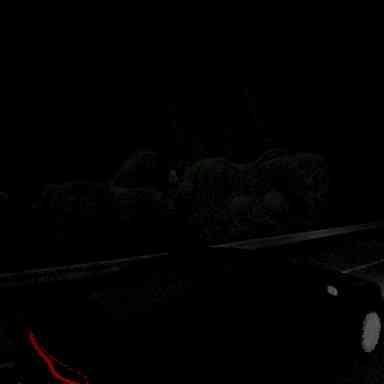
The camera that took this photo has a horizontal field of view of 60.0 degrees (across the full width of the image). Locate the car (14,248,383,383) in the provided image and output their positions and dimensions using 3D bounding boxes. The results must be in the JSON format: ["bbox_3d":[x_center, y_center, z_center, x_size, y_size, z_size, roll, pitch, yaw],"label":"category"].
[{"bbox_3d":[0.565,1.478,4.264,5.008,1.535,1.882,0,0,-36],"label":"car"}]
